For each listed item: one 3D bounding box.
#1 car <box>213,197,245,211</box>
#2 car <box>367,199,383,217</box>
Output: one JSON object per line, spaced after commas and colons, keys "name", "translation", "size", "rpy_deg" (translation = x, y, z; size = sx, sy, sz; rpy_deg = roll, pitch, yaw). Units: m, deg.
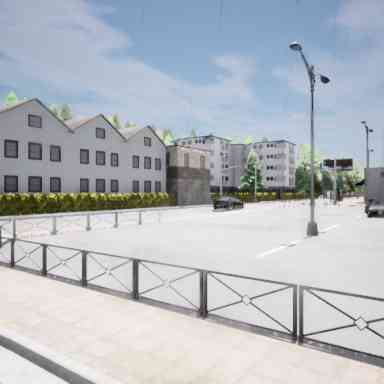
{"name": "car", "translation": [4.228, 1.283, 37.528], "size": [1.882, 1.535, 5.008], "rpy_deg": [0, 0, 35]}
{"name": "car", "translation": [15.416, 1.298, 26.814], "size": [2.007, 1.523, 4.514], "rpy_deg": [0, 0, 35]}
